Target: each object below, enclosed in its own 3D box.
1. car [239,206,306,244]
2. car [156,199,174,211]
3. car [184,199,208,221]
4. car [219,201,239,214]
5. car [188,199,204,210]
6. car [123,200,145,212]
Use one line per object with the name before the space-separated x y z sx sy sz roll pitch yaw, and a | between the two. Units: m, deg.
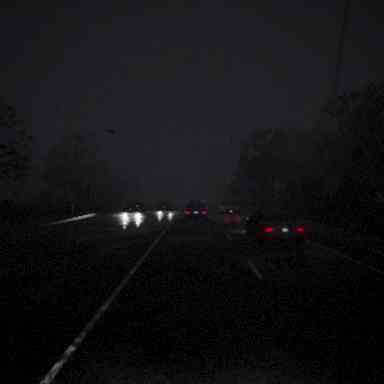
car | 3.722 1.556 15.706 2.033 1.411 5.357 0 0 1
car | -3.239 1.579 40.940 1.994 1.385 4.181 0 0 1
car | 0.325 1.558 26.954 2.033 1.411 5.357 0 0 1
car | 3.901 1.617 35.357 1.895 1.301 4.718 0 0 1
car | 0.470 1.582 43.078 1.994 1.385 4.181 0 0 1
car | -6.762 1.613 38.894 1.895 1.301 4.718 0 0 1
